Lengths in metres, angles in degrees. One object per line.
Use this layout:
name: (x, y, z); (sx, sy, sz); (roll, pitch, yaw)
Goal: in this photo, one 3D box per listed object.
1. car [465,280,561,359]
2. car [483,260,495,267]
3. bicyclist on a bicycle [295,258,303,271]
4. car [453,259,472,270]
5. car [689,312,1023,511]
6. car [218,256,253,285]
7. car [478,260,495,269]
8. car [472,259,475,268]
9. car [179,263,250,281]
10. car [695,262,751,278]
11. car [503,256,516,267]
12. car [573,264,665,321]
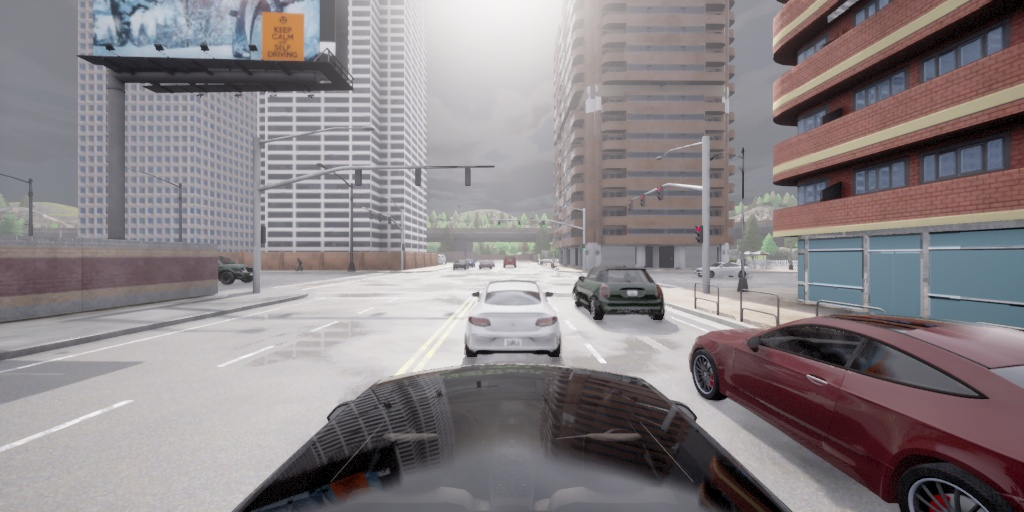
car: (0.017, 1.275, 8.315); (1.812, 1.442, 4.674); (0, 0, 0)
car: (-4.049, 1.348, 64.983); (1.895, 1.301, 4.718); (0, 0, 0)
bicyclist on a bicycle: (-25.972, 1.049, 43.739); (0.582, 1.620, 1.656); (0, 0, 0)
car: (-7.496, 1.225, 52.960); (1.882, 1.535, 5.008); (0, 0, 0)
car: (3.581, 1.276, 3.472); (1.812, 1.442, 4.674); (0, 0, 0)
car: (-21.471, 0.971, 25.766); (5.566, 2.045, 2.150); (0, 0, 0)
car: (-4.009, 1.273, 55.002); (1.812, 1.442, 4.674); (0, 0, -1)
car: (-7.546, 1.225, 62.981); (1.882, 1.535, 5.008); (0, 0, 0)
car: (-24.179, 1.312, 29.262); (4.181, 1.385, 1.994); (0, 0, 0)
car: (19.389, 1.274, 33.053); (4.674, 1.442, 1.812); (0, 0, 0)
car: (-0.396, 0.968, 64.776); (2.150, 2.045, 5.566); (0, 0, 0)
car: (3.496, 1.101, 12.557); (2.097, 1.767, 4.553); (0, 0, 0)
